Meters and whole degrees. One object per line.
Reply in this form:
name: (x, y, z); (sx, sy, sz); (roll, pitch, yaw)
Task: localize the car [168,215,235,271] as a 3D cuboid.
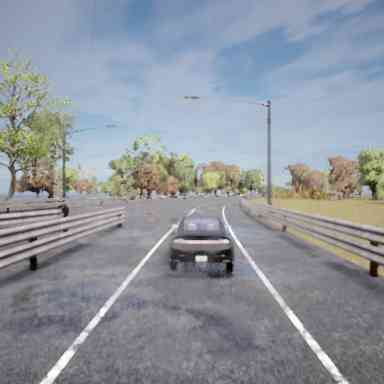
car: (0.313, 1.505, 10.939); (2.128, 1.511, 4.902); (0, 0, 2)
